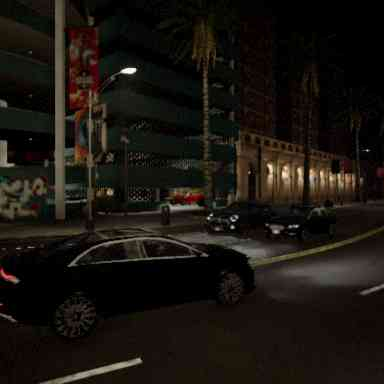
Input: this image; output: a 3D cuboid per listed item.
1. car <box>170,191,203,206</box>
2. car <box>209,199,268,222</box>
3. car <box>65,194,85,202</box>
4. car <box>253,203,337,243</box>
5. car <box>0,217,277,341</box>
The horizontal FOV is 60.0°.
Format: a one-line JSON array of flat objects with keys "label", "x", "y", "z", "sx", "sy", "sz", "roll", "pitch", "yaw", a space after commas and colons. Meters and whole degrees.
[{"label": "car", "x": -0.653, "y": 0.895, "z": 46.650, "sx": 2.435, "sy": 2.045, "sz": 5.566, "roll": 0, "pitch": 0, "yaw": 41}, {"label": "car", "x": 2.857, "y": 1.300, "z": 18.557, "sx": 2.097, "sy": 1.767, "sz": 4.553, "roll": 0, "pitch": 0, "yaw": 44}, {"label": "car", "x": -23.712, "y": 1.215, "z": 66.001, "sx": 2.161, "sy": 1.482, "sz": 4.786, "roll": 0, "pitch": 0, "yaw": 41}, {"label": "car", "x": 5.352, "y": 1.447, "z": 16.100, "sx": 2.128, "sy": 1.511, "sz": 4.902, "roll": 0, "pitch": 0, "yaw": 45}, {"label": "car", "x": -0.981, "y": 1.471, "z": 6.440, "sx": 4.902, "sy": 1.511, "sz": 2.128, "roll": 0, "pitch": 0, "yaw": -30}]
